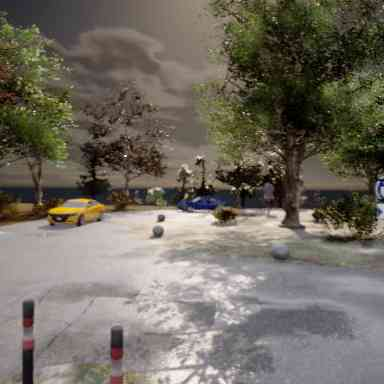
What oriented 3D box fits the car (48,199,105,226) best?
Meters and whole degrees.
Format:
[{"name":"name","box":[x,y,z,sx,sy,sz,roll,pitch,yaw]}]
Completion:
[{"name":"car","box":[-7.102,1.193,20.918,1.882,1.535,5.008,1,1,6]}]

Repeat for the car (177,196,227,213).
[{"name":"car","box":[0.988,1.162,32.395,5.008,1.535,1.882,0,1,-21]}]
